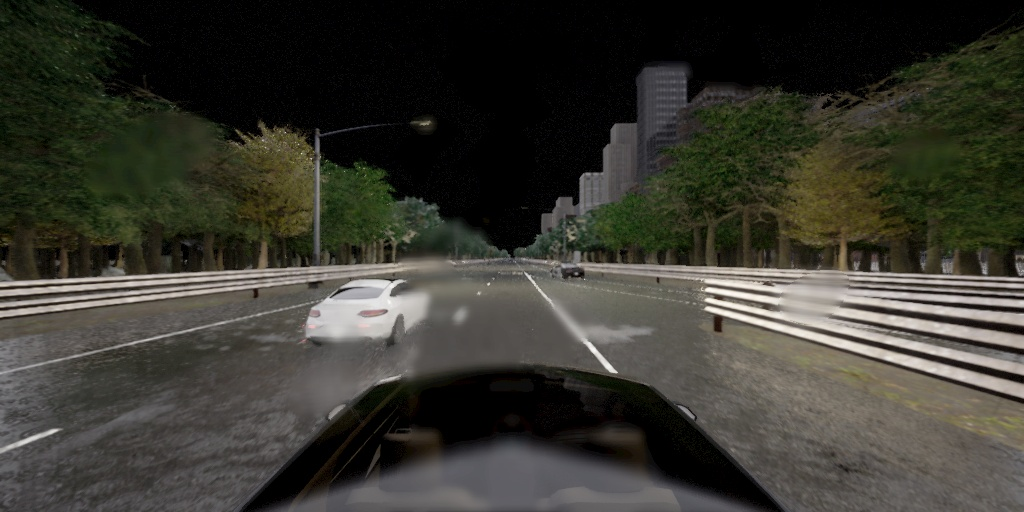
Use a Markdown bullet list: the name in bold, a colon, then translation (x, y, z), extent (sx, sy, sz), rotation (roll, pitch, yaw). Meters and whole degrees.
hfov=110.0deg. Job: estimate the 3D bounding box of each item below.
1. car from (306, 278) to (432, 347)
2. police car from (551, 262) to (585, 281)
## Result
- **car**: translation (-3.402, 1.297, 9.294), extent (1.812, 1.442, 4.674), rotation (0, 0, 0)
- **police car**: translation (4.974, 1.332, 32.967), extent (1.930, 1.638, 5.238), rotation (0, 0, -11)
